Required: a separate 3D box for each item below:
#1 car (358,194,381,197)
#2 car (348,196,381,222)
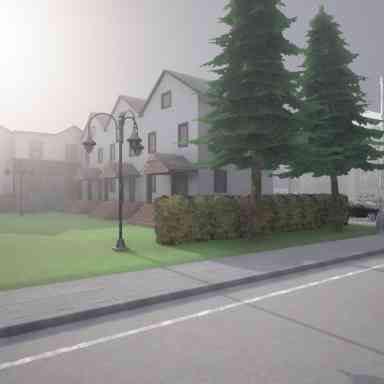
[{"bbox_3d":[26.486,1.097,48.752,1.932,1.855,4.605,0,0,-36],"label":"car"},{"bbox_3d":[12.115,1.300,24.203,2.128,1.511,4.902,0,0,-36],"label":"car"}]
